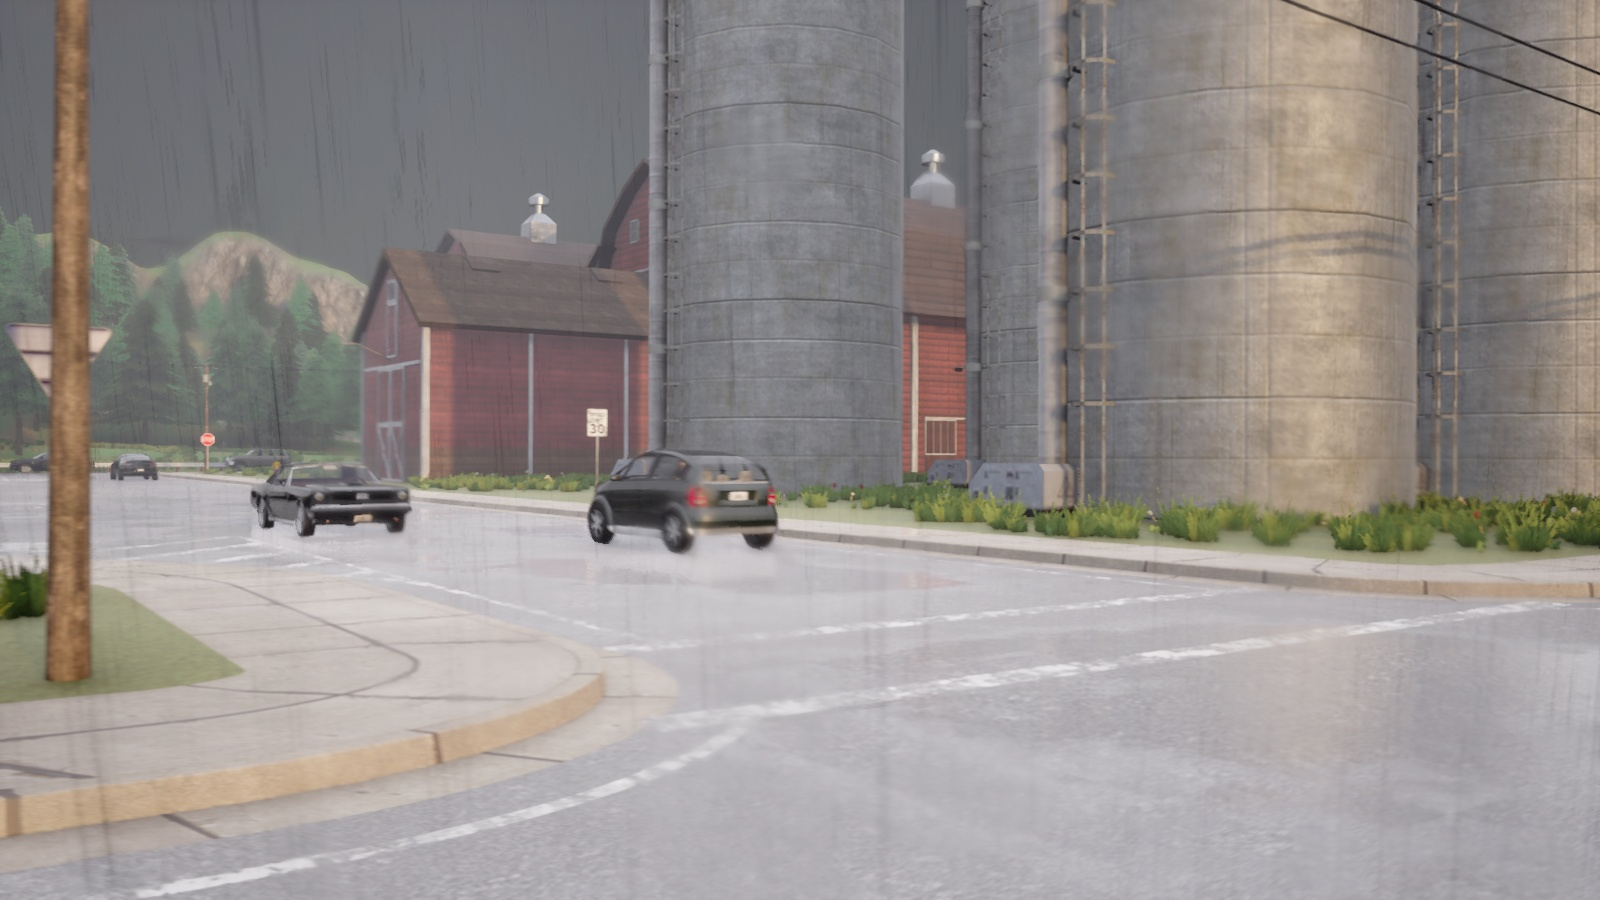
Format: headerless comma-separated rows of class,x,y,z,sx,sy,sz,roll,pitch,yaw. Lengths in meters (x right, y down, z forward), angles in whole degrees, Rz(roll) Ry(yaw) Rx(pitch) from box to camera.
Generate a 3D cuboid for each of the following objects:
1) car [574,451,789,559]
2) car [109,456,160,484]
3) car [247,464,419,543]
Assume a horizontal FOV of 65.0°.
car,-1.982,0.795,20.095,1.789,1.549,3.705,0,0,-36
car,-35.638,1.039,67.168,1.812,1.442,4.674,0,0,-36
car,-8.973,0.937,23.866,1.895,1.301,4.718,0,0,-36
